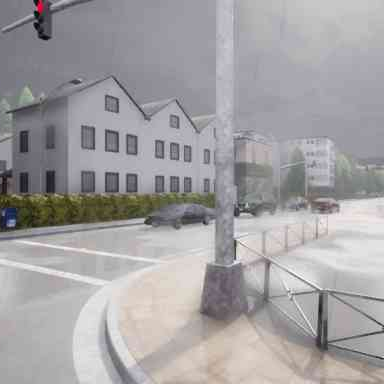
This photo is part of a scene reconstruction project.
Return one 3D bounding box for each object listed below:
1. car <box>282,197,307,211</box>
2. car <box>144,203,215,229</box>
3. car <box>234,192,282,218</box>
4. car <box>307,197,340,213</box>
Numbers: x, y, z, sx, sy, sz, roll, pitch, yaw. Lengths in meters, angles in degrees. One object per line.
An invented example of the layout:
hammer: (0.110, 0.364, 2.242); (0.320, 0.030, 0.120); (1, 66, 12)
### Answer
car: (11.531, 1.304, 37.094); (2.128, 1.511, 4.902); (0, 0, 36)
car: (-0.499, 1.360, 20.198); (2.033, 1.411, 5.357); (0, 0, 35)
car: (5.464, 1.034, 28.611); (2.150, 2.045, 5.566); (0, 0, 35)
car: (13.528, 1.289, 33.600); (1.882, 1.535, 5.008); (0, 0, 35)
